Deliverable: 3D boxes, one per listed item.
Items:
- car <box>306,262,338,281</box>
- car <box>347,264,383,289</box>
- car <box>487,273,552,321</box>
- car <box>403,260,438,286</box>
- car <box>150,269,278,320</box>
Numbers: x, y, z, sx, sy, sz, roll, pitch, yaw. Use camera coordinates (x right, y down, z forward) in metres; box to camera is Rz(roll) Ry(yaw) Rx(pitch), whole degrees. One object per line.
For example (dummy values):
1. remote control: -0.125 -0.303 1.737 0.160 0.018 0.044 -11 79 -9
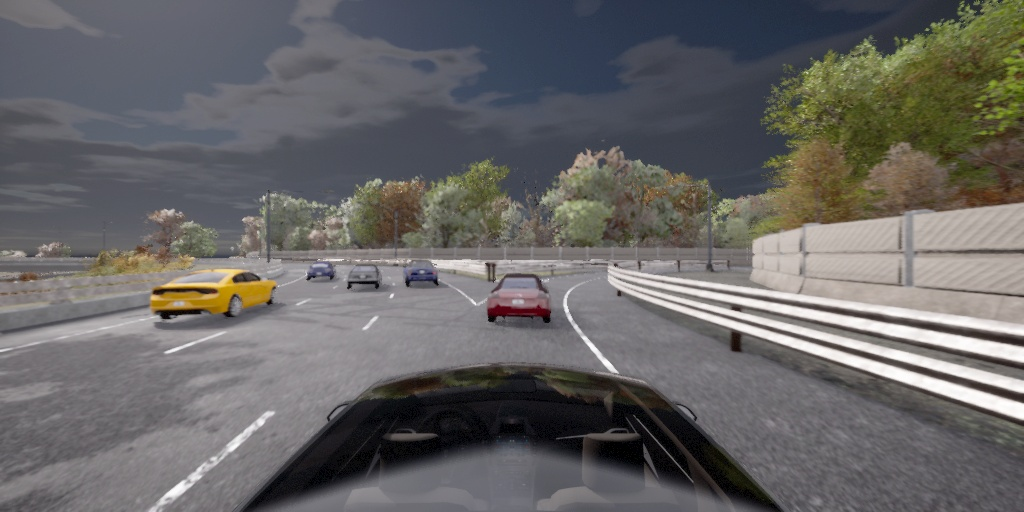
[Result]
1. car: -15.733 1.209 29.774 1.812 1.442 4.674 0 0 -22
2. car: -9.376 1.246 23.022 2.033 1.411 5.357 0 0 -18
3. car: 0.333 1.287 12.331 1.994 1.385 4.181 0 0 4
4. car: -6.464 1.045 25.083 2.097 1.767 4.553 0 0 -19
5. car: -10.081 1.202 12.652 1.882 1.535 5.008 0 0 -13
